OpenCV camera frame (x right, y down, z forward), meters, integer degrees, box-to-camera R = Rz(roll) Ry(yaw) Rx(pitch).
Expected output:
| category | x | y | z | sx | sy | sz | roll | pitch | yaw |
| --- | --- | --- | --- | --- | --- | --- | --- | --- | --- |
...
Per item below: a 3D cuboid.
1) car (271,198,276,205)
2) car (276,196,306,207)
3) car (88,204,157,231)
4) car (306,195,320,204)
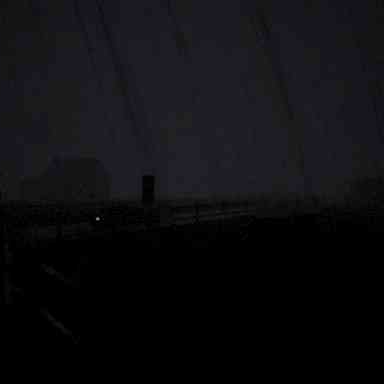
| category | x | y | z | sx | sy | sz | roll | pitch | yaw |
| --- | --- | --- | --- | --- | --- | --- | --- | --- | --- |
| car | 13.687 | 1.233 | 50.272 | 2.033 | 1.411 | 5.357 | 0 | 0 | 35 |
| car | 13.462 | 1.228 | 45.004 | 1.812 | 1.442 | 4.674 | 0 | 0 | 35 |
| car | -4.006 | 1.405 | 19.716 | 1.994 | 1.385 | 4.181 | 0 | 0 | 35 |
| car | 19.258 | 1.175 | 53.517 | 1.812 | 1.442 | 4.674 | 0 | 0 | 35 |
